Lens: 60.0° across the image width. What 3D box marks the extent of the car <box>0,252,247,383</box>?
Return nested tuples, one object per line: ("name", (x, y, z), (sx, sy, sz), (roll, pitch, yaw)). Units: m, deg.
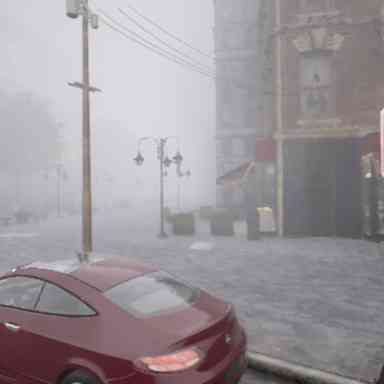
("car", (-1.626, 1.534, 4.269), (4.674, 1.452, 2.002), (-1, 0, 30))
